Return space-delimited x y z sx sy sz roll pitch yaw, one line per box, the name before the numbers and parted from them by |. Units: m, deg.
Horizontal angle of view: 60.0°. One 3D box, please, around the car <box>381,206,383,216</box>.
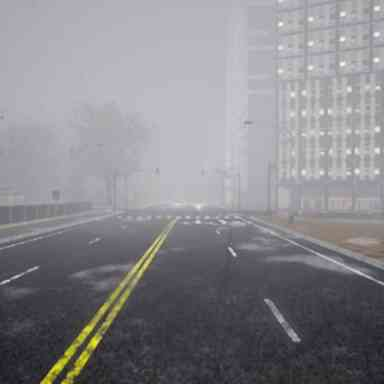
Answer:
car | 23.008 2.067 35.485 5.009 1.841 2.192 0 1 20
